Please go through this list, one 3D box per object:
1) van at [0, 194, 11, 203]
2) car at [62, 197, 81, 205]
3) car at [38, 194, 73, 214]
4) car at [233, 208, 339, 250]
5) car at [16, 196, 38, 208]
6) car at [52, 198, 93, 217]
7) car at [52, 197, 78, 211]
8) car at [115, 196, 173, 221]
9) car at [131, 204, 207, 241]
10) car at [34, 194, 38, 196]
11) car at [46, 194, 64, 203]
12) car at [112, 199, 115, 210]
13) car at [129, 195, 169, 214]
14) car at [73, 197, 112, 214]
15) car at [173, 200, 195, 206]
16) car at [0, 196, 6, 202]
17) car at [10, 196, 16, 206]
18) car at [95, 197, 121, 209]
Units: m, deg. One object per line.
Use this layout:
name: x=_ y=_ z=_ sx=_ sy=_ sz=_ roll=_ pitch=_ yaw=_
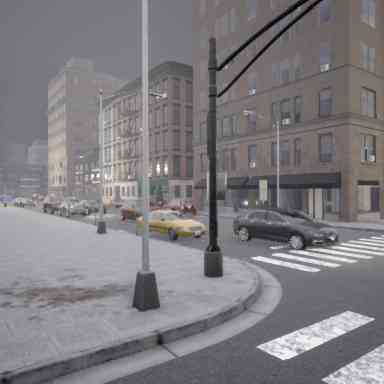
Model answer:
van: x=-37.765 y=1.349 z=67.735 sx=1.690 sy=1.788 sz=3.998 roll=0 pitch=0 yaw=-36
car: x=-21.304 y=1.521 z=58.682 sx=2.008 sy=1.369 sz=4.403 roll=0 pitch=0 yaw=-36
car: x=-14.525 y=1.328 z=35.631 sx=2.192 sy=1.841 sz=5.009 roll=0 pitch=0 yaw=-36
car: x=3.892 y=1.511 z=14.523 sx=1.837 sy=1.490 sz=4.892 roll=0 pitch=0 yaw=-36
car: x=-24.484 y=1.592 z=49.391 sx=1.802 sy=1.307 sz=4.206 roll=0 pitch=0 yaw=-36
car: x=-11.204 y=1.565 z=31.045 sx=2.008 sy=1.369 sz=4.403 roll=0 pitch=0 yaw=-36
car: x=-16.378 y=1.477 z=42.613 sx=1.882 sy=1.535 sz=5.008 roll=0 pitch=0 yaw=-36
car: x=-3.711 y=1.355 z=25.018 sx=2.097 sy=1.767 sz=4.553 roll=0 pitch=0 yaw=-36
car: x=-1.145 y=1.543 z=17.148 sx=1.752 sy=1.417 sz=4.829 roll=0 pitch=0 yaw=-36
car: x=-34.583 y=1.534 z=77.028 sx=1.947 sy=1.339 sz=4.313 roll=0 pitch=0 yaw=-36
car: x=-27.944 y=1.284 z=67.854 sx=2.192 sy=1.841 sz=5.009 roll=0 pitch=0 yaw=-36
car: x=-8.024 y=1.540 z=40.337 sx=1.947 sy=1.339 sz=4.313 roll=0 pitch=0 yaw=-36
car: x=-4.704 y=1.290 z=35.750 sx=2.192 sy=1.841 sz=5.009 roll=0 pitch=0 yaw=-36
car: x=-10.284 y=1.507 z=34.116 sx=1.837 sy=1.490 sz=4.892 roll=0 pitch=0 yaw=-36
car: x=-1.384 y=1.416 z=31.163 sx=1.967 sy=1.590 sz=4.097 roll=0 pitch=0 yaw=-36
car: x=-44.404 y=1.558 z=76.909 sx=2.008 sy=1.369 sz=4.403 roll=0 pitch=0 yaw=-36
car: x=-27.705 y=1.535 z=53.839 sx=1.752 sy=1.417 sz=4.829 roll=0 pitch=0 yaw=-36
car: x=-11.443 y=1.498 z=45.061 sx=1.752 sy=1.417 sz=4.829 roll=0 pitch=0 yaw=-36
